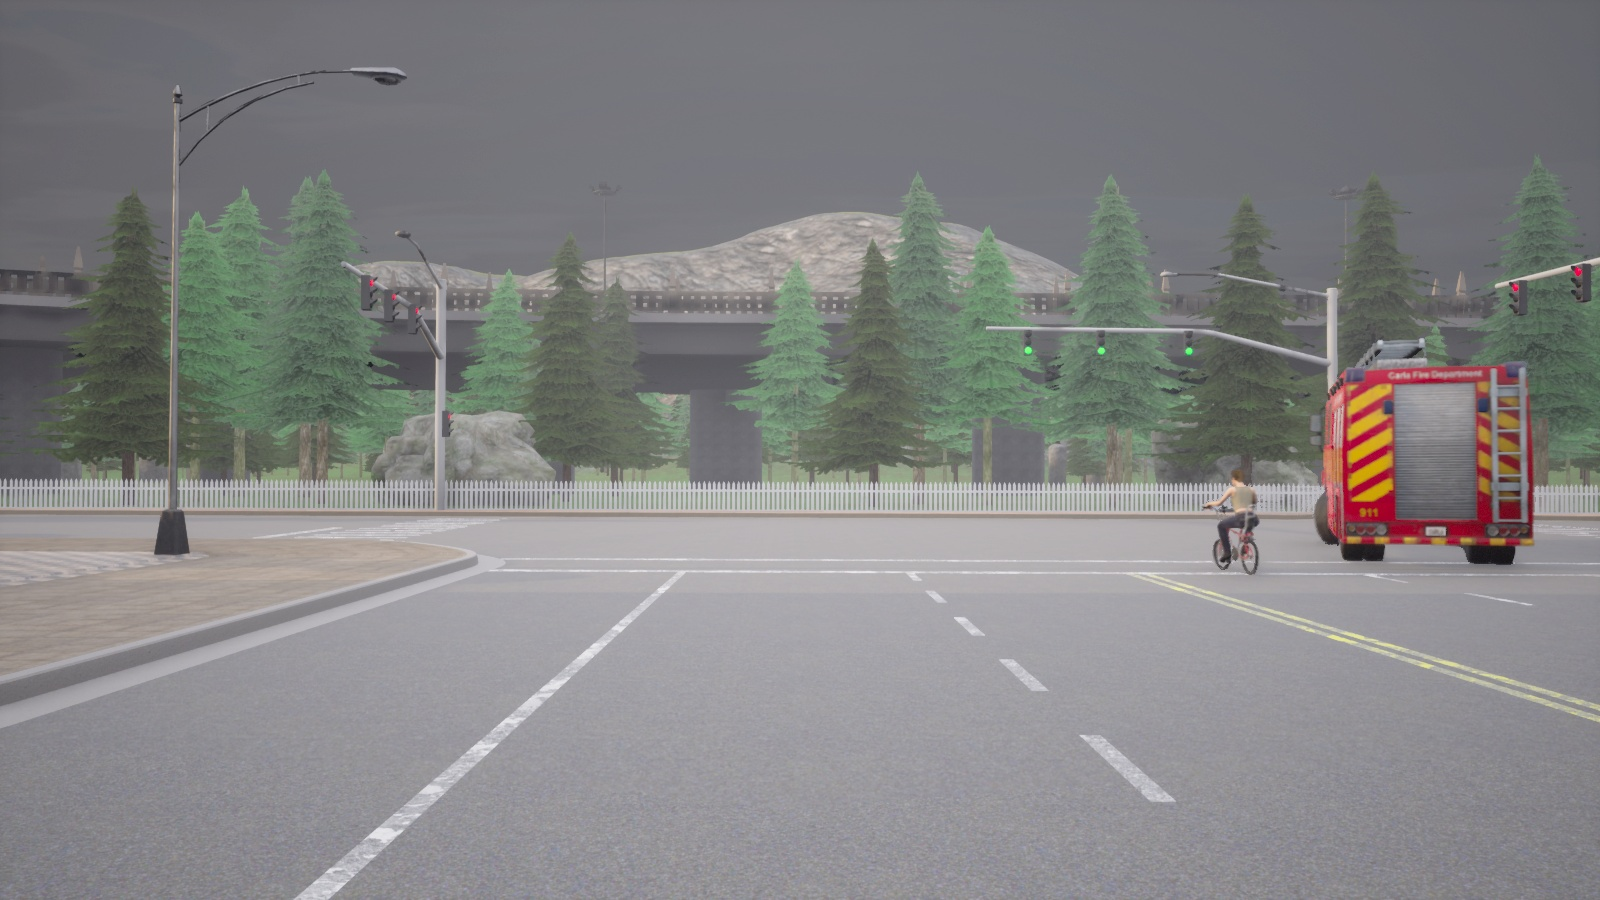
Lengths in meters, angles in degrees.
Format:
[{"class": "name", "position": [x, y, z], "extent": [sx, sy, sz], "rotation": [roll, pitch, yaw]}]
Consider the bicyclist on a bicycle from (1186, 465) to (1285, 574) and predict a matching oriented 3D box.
[{"class": "bicyclist on a bicycle", "position": [6.781, 1.053, 19.614], "extent": [0.866, 1.612, 1.509], "rotation": [-1, -1, -6]}]

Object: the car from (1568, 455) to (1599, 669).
[{"class": "car", "position": [6.978, 0.817, 7.874], "extent": [1.851, 1.617, 3.988], "rotation": [0, -1, 0]}]

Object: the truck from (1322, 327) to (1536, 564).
[{"class": "truck", "position": [12.032, 0.003, 24.782], "extent": [2.891, 3.827, 8.468], "rotation": [-1, -1, 21]}]
